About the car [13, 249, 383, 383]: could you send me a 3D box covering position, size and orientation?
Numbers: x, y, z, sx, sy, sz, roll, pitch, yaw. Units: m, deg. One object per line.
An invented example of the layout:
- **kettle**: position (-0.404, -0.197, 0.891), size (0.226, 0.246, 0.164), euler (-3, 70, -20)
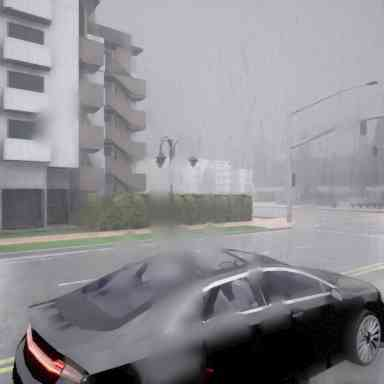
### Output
- **car**: position (0.551, 1.491, 4.150), size (4.902, 1.511, 2.128), euler (0, 0, -35)
